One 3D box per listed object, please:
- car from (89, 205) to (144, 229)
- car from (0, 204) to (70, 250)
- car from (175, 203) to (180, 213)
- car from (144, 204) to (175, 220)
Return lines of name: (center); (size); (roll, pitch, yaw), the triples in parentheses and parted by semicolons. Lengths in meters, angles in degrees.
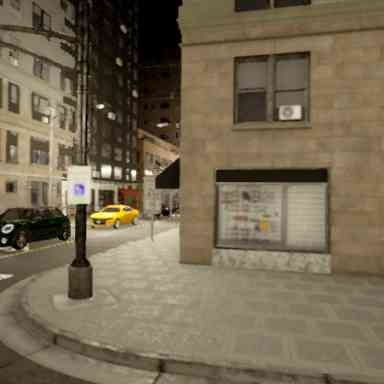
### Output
car: (-5.482, 1.708, 23.892); (1.882, 1.535, 5.008); (1, -1, 13)
car: (-7.490, 1.433, 14.883); (2.097, 1.767, 4.553); (1, -1, 13)
car: (-1.267, 2.118, 42.685); (1.994, 1.385, 4.181); (1, -1, 13)
car: (-3.460, 1.911, 33.003); (1.812, 1.442, 4.674); (1, -1, 13)
